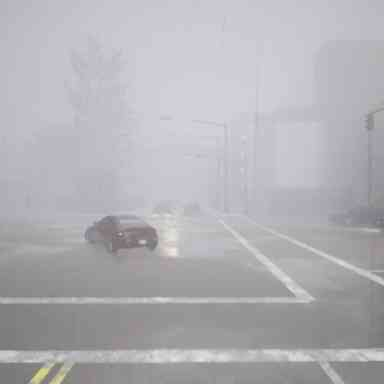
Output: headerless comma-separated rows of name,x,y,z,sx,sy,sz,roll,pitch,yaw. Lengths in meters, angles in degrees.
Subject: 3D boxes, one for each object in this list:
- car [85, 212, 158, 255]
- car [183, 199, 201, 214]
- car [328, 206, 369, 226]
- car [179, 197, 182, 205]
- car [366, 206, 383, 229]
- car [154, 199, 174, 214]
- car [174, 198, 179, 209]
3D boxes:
car,-3.056,1.665,14.131,1.812,1.442,4.674,1,-1,-33
car,0.094,1.870,39.798,1.812,1.442,4.674,0,0,0
car,13.171,1.837,25.857,4.892,1.490,1.837,0,0,0
car,-3.511,2.141,67.048,1.994,1.385,4.181,0,0,0
car,14.495,1.883,22.365,4.181,1.385,1.994,1,0,0
car,-3.581,1.882,41.229,1.812,1.442,4.674,0,0,0
car,-3.560,1.935,52.934,1.882,1.535,5.008,0,-1,0
